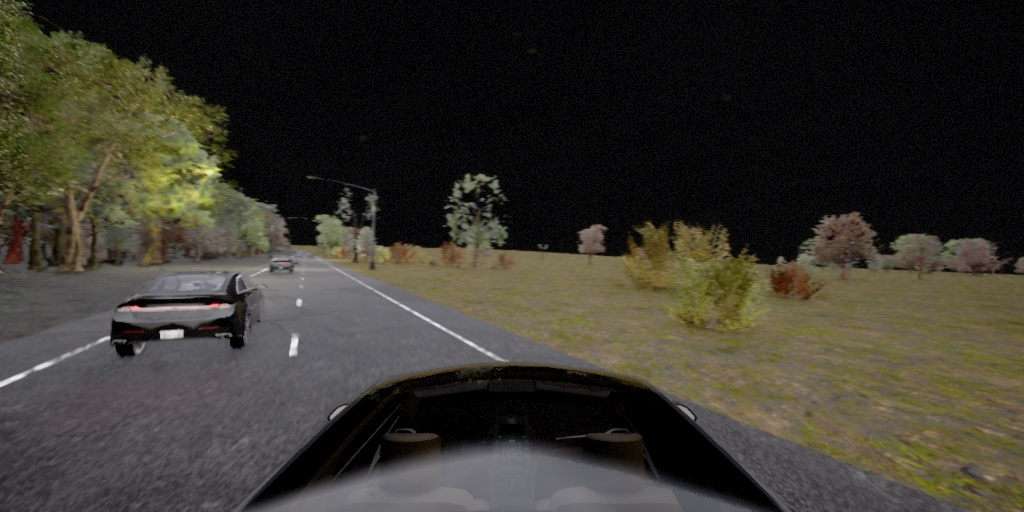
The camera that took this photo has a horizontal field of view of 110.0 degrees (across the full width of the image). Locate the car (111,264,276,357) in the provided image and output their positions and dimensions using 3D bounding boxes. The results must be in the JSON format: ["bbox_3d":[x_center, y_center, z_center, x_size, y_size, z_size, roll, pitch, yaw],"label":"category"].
[{"bbox_3d":[-6.890,1.081,8.109,2.128,1.511,4.902,2,0,-30],"label":"car"}]

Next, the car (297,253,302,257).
[{"bbox_3d":[-33.405,0.657,54.311,1.994,1.385,4.181,2,0,-30],"label":"car"}]

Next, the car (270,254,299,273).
[{"bbox_3d":[-21.824,0.809,34.132,2.128,1.511,4.902,2,0,-30],"label":"car"}]
